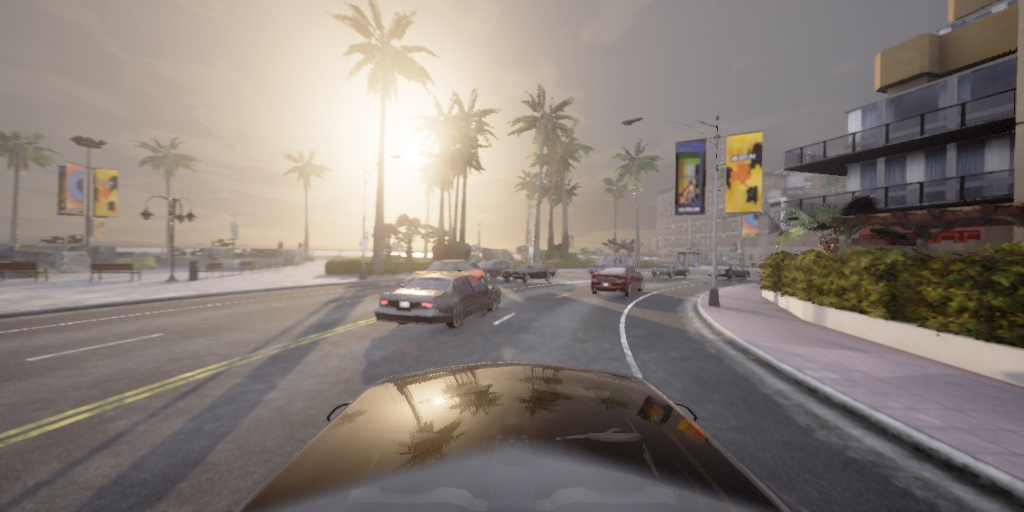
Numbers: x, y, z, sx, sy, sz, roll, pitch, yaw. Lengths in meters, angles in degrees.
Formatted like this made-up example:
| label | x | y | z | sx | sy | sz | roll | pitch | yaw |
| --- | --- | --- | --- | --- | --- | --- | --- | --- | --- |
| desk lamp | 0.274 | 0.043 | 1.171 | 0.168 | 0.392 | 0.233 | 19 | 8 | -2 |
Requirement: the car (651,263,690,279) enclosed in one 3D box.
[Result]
| label | x | y | z | sx | sy | sz | roll | pitch | yaw |
| --- | --- | --- | --- | --- | --- | --- | --- | --- | --- |
| car | 15.435 | 1.388 | 34.799 | 4.902 | 1.511 | 2.128 | 1 | 0 | -39 |

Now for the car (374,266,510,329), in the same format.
| label | x | y | z | sx | sy | sz | roll | pitch | yaw |
| --- | --- | --- | --- | --- | --- | --- | --- | --- | --- |
| car | -1.905 | 1.222 | 11.086 | 2.033 | 1.411 | 5.357 | 1 | 0 | 16 |

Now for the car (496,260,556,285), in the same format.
| label | x | y | z | sx | sy | sz | roll | pitch | yaw |
| --- | --- | --- | --- | --- | --- | --- | --- | --- | --- |
| car | 1.235 | 1.185 | 25.743 | 1.895 | 1.301 | 4.718 | 1 | 0 | 36 |

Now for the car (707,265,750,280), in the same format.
| label | x | y | z | sx | sy | sz | roll | pitch | yaw |
| --- | --- | --- | --- | --- | --- | --- | --- | --- | --- |
| car | 21.022 | 1.548 | 34.746 | 5.357 | 1.411 | 2.033 | 1 | 0 | -35 |

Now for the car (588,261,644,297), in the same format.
| label | x | y | z | sx | sy | sz | roll | pitch | yaw |
| --- | --- | --- | --- | --- | --- | --- | --- | --- | --- |
| car | 5.860 | 1.260 | 19.632 | 1.882 | 1.535 | 5.008 | 1 | 0 | 31 |

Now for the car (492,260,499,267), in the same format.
| label | x | y | z | sx | sy | sz | roll | pitch | yaw |
| --- | --- | --- | --- | --- | --- | --- | --- | --- | --- |
| car | -1.574 | 1.028 | 27.828 | 1.837 | 1.490 | 4.892 | 1 | 0 | 36 |

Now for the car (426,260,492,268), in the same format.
| label | x | y | z | sx | sy | sz | roll | pitch | yaw |
| --- | --- | --- | --- | --- | --- | --- | --- | --- | --- |
| car | -3.165 | 0.975 | 17.728 | 2.097 | 1.767 | 4.553 | 1 | 0 | 25 |

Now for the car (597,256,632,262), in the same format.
| label | x | y | z | sx | sy | sz | roll | pitch | yaw |
| --- | --- | --- | --- | --- | --- | --- | --- | --- | --- |
| car | 9.730 | 1.018 | 34.947 | 5.566 | 2.045 | 2.150 | 1 | 0 | -42 |
